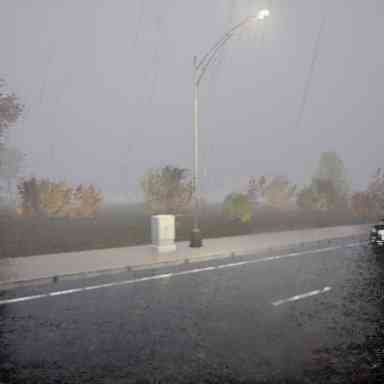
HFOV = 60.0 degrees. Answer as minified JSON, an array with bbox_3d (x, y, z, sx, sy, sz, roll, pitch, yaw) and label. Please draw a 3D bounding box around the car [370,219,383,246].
[{"bbox_3d":[9.734,1.583,14.658,4.902,1.511,2.128,0,0,-36],"label":"car"}]
